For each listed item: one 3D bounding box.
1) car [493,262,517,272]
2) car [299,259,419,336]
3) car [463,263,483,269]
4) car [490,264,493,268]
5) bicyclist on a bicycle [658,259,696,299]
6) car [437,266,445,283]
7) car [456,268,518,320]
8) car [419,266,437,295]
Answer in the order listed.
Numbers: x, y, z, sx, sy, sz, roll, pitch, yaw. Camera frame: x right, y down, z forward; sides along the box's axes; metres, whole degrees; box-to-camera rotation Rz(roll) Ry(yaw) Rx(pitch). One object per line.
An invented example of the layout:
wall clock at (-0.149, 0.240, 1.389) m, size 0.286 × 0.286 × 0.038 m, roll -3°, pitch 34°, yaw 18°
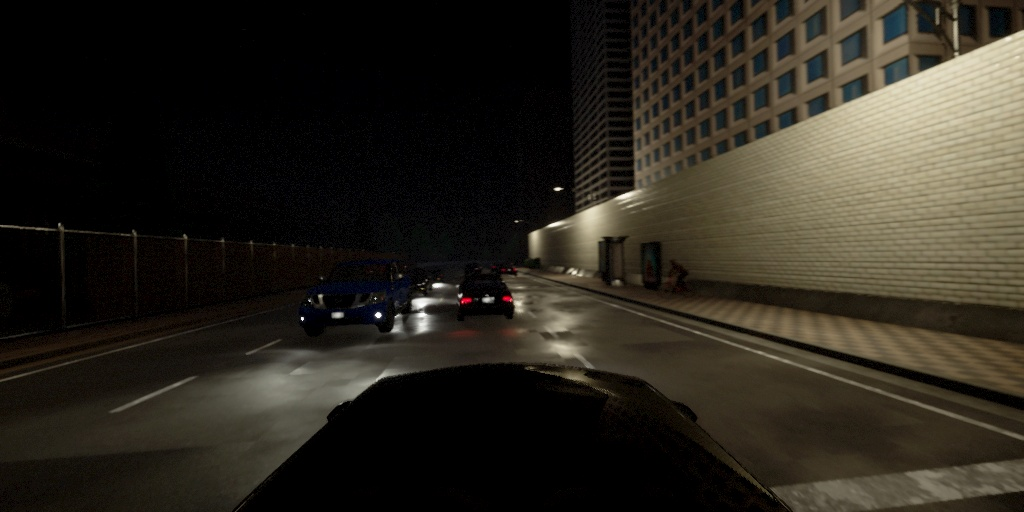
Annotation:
car at (-0.549, 1.460, 38.261) m, size 2.033 × 1.411 × 5.357 m, roll -1°, pitch 0°, yaw -6°
car at (-4.627, 1.124, 11.580) m, size 2.150 × 2.045 × 5.566 m, roll -1°, pitch 0°, yaw -7°
car at (-4.280, 1.519, 39.623) m, size 1.837 × 1.490 × 4.892 m, roll -1°, pitch 0°, yaw -6°
car at (-1.905, 1.558, 49.609) m, size 1.994 × 1.385 × 4.181 m, roll -1°, pitch 0°, yaw -7°
bicyclist on a bicycle at (6.641, 0.933, 14.454) m, size 1.656 × 1.620 × 0.582 m, roll -1°, pitch 0°, yaw -7°
car at (-6.944, 1.607, 31.249) m, size 1.994 × 1.385 × 4.181 m, roll -1°, pitch 0°, yaw -7°
car at (-1.037, 1.366, 13.048) m, size 2.033 × 1.411 × 5.357 m, roll -1°, pitch 0°, yaw -7°
car at (-5.778, 1.477, 21.320) m, size 1.837 × 1.490 × 4.892 m, roll -1°, pitch 0°, yaw -7°
